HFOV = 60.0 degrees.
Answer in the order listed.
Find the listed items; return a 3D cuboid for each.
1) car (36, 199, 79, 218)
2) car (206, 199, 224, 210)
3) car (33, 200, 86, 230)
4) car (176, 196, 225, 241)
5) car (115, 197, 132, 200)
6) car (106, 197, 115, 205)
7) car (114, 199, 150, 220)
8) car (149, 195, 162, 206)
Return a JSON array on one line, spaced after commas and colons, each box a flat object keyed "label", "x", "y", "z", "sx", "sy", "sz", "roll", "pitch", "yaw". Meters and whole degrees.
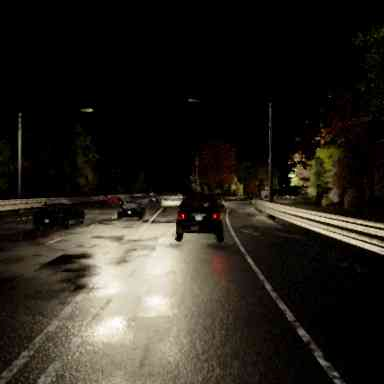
[{"label": "car", "x": -12.064, "y": 1.426, "z": 30.193, "sx": 2.128, "sy": 1.511, "sz": 4.902, "roll": 0, "pitch": 0, "yaw": -3}, {"label": "car", "x": 3.247, "y": 1.672, "z": 45.960, "sx": 2.033, "sy": 1.411, "sz": 5.357, "roll": 0, "pitch": 0, "yaw": 9}, {"label": "car", "x": -8.150, "y": 1.433, "z": 20.876, "sx": 1.882, "sy": 1.535, "sz": 5.008, "roll": 0, "pitch": 0, "yaw": -3}, {"label": "car", "x": 0.460, "y": 1.229, "z": 16.889, "sx": 2.150, "sy": 2.045, "sz": 5.566, "roll": 0, "pitch": 0, "yaw": 4}, {"label": "car", "x": -9.368, "y": 1.505, "z": 48.327, "sx": 2.033, "sy": 1.411, "sz": 5.357, "roll": 0, "pitch": 0, "yaw": -3}, {"label": "car", "x": -13.229, "y": 1.500, "z": 56.417, "sx": 1.994, "sy": 1.385, "sz": 4.181, "roll": 0, "pitch": 0, "yaw": -3}, {"label": "car", "x": -4.958, "y": 1.543, "z": 27.898, "sx": 1.994, "sy": 1.385, "sz": 4.181, "roll": 0, "pitch": 0, "yaw": -3}, {"label": "car", "x": -6.190, "y": 1.332, "z": 55.698, "sx": 2.097, "sy": 1.767, "sz": 4.553, "roll": 0, "pitch": 0, "yaw": -3}]
